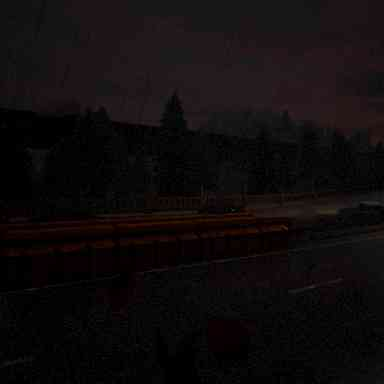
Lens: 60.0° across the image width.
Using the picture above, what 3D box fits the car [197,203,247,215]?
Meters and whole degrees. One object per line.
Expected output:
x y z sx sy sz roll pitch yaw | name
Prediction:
2.437 1.564 26.740 4.181 1.385 1.994 0 0 -34 | car

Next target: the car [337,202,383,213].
13.170 1.452 25.509 4.718 1.301 1.895 -2 1 -34 | car

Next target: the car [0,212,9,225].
-12.121 1.505 16.912 4.892 1.490 1.837 0 0 -34 | car

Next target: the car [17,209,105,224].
-6.450 1.564 16.519 4.181 1.385 1.994 0 0 -34 | car
